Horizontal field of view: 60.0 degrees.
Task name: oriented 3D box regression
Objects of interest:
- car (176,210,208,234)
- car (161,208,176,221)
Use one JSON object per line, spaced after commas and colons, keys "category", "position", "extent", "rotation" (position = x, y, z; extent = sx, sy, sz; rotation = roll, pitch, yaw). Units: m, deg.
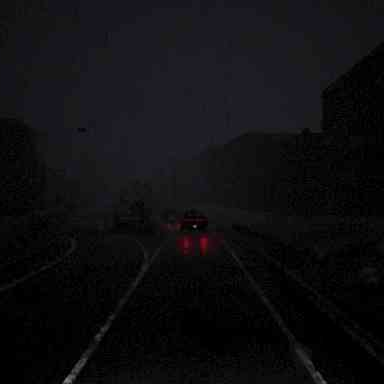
{"category": "car", "position": [0.083, 2.208, 24.359], "extent": [2.128, 1.511, 4.902], "rotation": [0, -3, -3]}
{"category": "car", "position": [-2.791, 2.839, 42.460], "extent": [2.128, 1.511, 4.902], "rotation": [0, 0, -12]}
